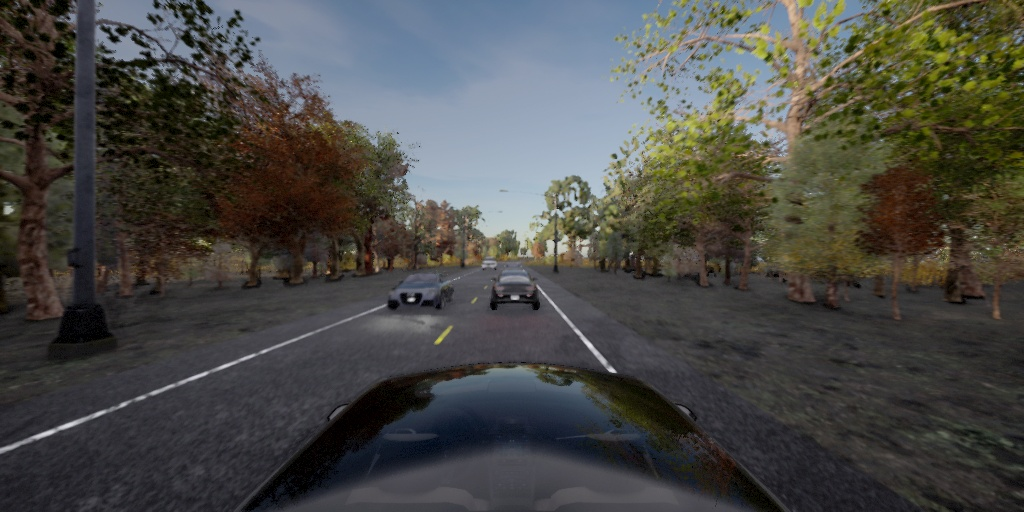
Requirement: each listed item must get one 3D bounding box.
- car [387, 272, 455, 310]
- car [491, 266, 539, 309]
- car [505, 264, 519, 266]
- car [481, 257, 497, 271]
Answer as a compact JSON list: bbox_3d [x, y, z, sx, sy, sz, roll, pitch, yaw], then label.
[{"bbox_3d":[-3.590,1.365,14.763,1.994,1.385,4.181,0,0,0],"label":"car"},{"bbox_3d":[0.106,1.329,15.164,1.812,1.442,4.674,0,0,0],"label":"car"},{"bbox_3d":[0.117,1.450,36.267,1.994,1.385,4.181,0,0,0],"label":"car"},{"bbox_3d":[-3.507,1.188,56.144,2.150,2.045,5.566,0,0,1],"label":"car"}]
